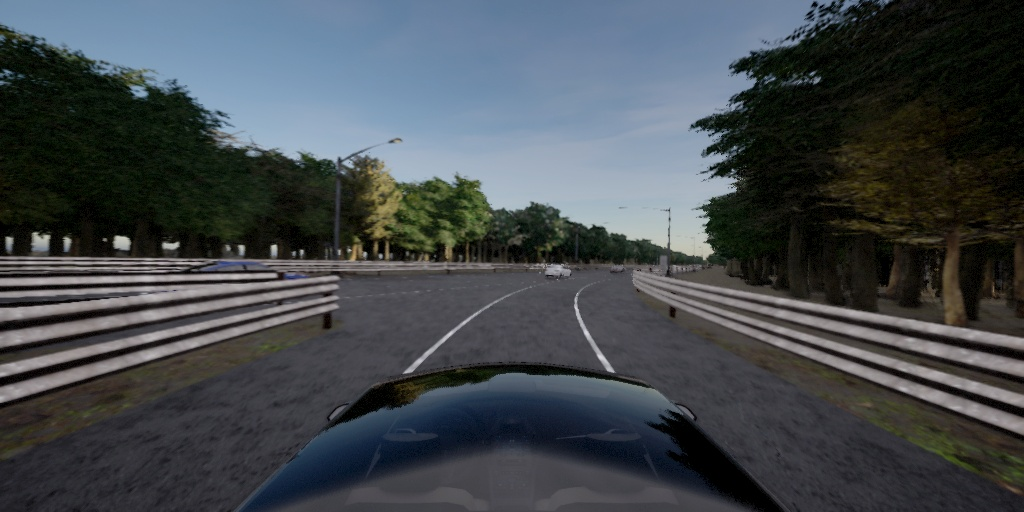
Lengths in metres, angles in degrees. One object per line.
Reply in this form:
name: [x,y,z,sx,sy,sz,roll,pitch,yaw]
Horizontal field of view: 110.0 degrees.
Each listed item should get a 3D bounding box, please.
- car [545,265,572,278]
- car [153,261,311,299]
car: [5.284,1.757,40.750,1.812,1.442,4.674,1,-1,30]
car: [-10.318,0.957,13.830,1.882,1.535,5.008,1,-1,30]
